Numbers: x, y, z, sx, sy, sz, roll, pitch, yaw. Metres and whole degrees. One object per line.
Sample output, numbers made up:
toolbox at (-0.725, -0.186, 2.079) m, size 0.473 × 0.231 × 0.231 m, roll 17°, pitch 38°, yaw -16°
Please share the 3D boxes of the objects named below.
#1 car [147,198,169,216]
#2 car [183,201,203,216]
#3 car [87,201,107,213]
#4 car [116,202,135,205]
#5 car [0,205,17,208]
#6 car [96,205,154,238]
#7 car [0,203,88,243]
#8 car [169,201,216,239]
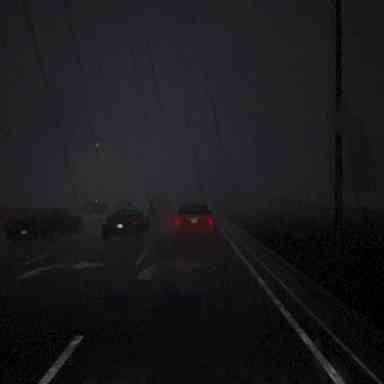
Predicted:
car at (-3.412, 1.406, 33.893) m, size 2.097 × 1.767 × 4.553 m, roll 0°, pitch 0°, yaw 0°
car at (0.090, 1.618, 34.302) m, size 1.994 × 1.385 × 4.181 m, roll 0°, pitch 0°, yaw 0°
car at (-10.409, 1.621, 35.802) m, size 1.994 × 1.385 × 4.181 m, roll 0°, pitch 0°, yaw 0°
car at (-6.910, 1.656, 34.687) m, size 1.895 × 1.301 × 4.718 m, roll 0°, pitch 0°, yaw 0°
car at (-10.401, 1.509, 19.453) m, size 1.882 × 1.535 × 5.008 m, roll 0°, pitch 0°, yaw 0°
car at (-3.401, 1.592, 17.737) m, size 1.994 × 1.385 × 4.181 m, roll 0°, pitch 0°, yaw 0°
car at (-6.901, 1.503, 16.131) m, size 1.882 × 1.535 × 5.008 m, roll 0°, pitch 0°, yaw 0°
car at (0.098, 1.381, 17.602) m, size 2.097 × 1.767 × 4.553 m, roll 0°, pitch 0°, yaw 0°
